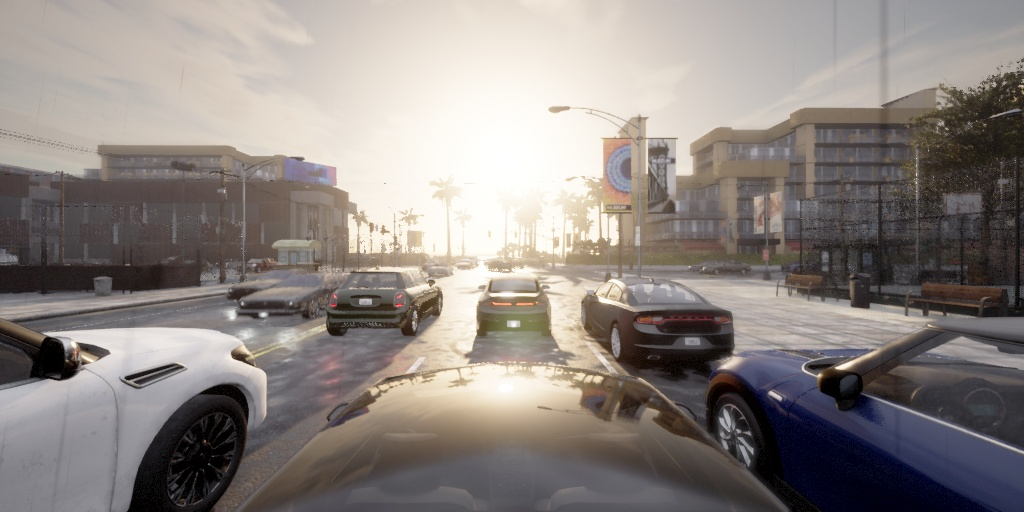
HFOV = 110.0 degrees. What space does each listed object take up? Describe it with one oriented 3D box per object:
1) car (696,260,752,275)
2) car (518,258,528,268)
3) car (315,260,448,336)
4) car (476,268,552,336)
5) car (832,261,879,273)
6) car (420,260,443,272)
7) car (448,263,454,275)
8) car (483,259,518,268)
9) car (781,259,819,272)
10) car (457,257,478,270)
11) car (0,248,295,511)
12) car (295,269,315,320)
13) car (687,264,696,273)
[{"bbox_3d":[23.306,1.241,39.004,4.902,1.511,2.128,0,0,-1],"label":"car"},{"bbox_3d":[0.977,1.241,60.329,2.128,1.511,4.902,0,0,8],"label":"car"},{"bbox_3d":[-3.441,1.102,10.594,2.097,1.767,4.553,0,0,0],"label":"car"},{"bbox_3d":[0.057,1.255,10.348,1.837,1.490,4.892,0,0,0],"label":"car"},{"bbox_3d":[37.242,1.276,39.103,4.674,1.442,1.812,0,0,0],"label":"car"},{"bbox_3d":[-10.515,1.255,47.245,1.837,1.490,4.892,0,0,1],"label":"car"},{"bbox_3d":[-7.106,1.351,35.939,1.895,1.301,4.718,0,0,0],"label":"car"},{"bbox_3d":[-1.690,1.241,48.412,2.128,1.511,4.902,0,0,-29],"label":"car"},{"bbox_3d":[34.681,1.104,42.590,4.553,1.767,2.097,0,0,0],"label":"car"},{"bbox_3d":[-6.909,1.297,53.682,2.033,1.411,5.357,0,0,3],"label":"car"},{"bbox_3d":[-3.401,0.971,1.005,2.150,2.045,5.566,0,0,0],"label":"car"},{"bbox_3d":[-7.105,1.297,12.909,2.033,1.411,5.357,0,0,0],"label":"car"},{"bbox_3d":[23.463,1.241,42.506,4.902,1.511,2.128,0,0,0],"label":"car"}]
